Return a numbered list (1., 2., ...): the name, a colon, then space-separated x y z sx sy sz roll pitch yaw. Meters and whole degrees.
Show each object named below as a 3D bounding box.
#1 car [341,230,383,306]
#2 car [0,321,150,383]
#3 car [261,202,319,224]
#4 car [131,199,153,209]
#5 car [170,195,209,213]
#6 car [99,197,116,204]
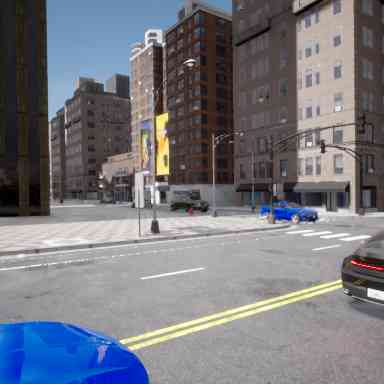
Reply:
1. car: 5.123 1.504 7.097 4.892 1.490 1.837 0 0 -36
2. car: -2.568 1.478 1.609 5.008 1.535 1.882 0 0 -35
3. car: 7.588 1.552 26.166 1.882 1.535 5.008 -1 0 -29
4. car: -7.147 1.691 47.803 1.812 1.442 4.674 -1 1 -35
5. car: -0.376 1.349 38.158 2.150 2.045 5.566 -1 0 -35
6. car: -17.179 1.741 67.590 2.033 1.411 5.357 -1 0 -35
